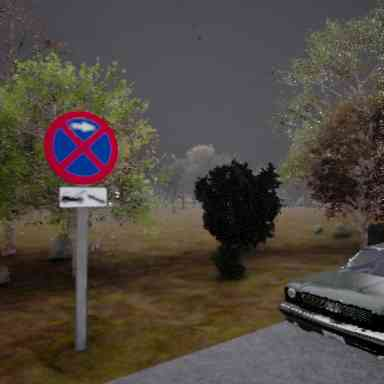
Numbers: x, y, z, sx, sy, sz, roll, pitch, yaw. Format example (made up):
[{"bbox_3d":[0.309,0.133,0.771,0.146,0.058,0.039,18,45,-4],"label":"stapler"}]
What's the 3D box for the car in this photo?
[{"bbox_3d":[3.668,1.617,5.695,4.718,1.301,1.895,0,0,-36],"label":"car"}]
